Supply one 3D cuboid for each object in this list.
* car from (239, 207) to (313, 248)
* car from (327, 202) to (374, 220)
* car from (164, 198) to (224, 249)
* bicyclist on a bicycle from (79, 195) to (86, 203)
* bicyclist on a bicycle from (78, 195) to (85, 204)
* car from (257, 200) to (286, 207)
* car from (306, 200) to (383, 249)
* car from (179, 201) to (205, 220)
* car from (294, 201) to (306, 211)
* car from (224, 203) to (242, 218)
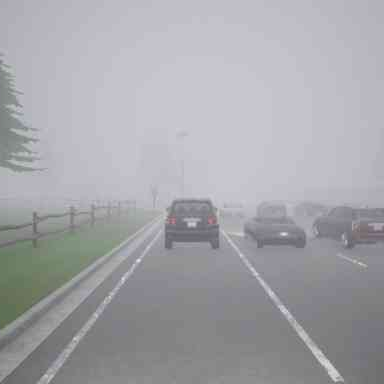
[{"bbox_3d":[3.500,1.571,14.670,1.994,1.385,4.181,0,0,0],"label":"car"},{"bbox_3d":[14.000,1.615,29.700,1.895,1.301,4.718,0,0,0],"label":"car"},{"bbox_3d":[0.000,1.257,14.700,2.150,2.045,5.566,0,0,0],"label":"car"},{"bbox_3d":[-19.788,1.299,60.975,0.582,1.620,1.656,0,0,8],"label":"bicyclist on a bicycle"},{"bbox_3d":[-20.275,1.312,61.040,0.582,1.620,1.656,0,0,7],"label":"bicyclist on a bicycle"},{"bbox_3d":[7.000,1.484,29.670,1.882,1.535,5.008,0,0,0],"label":"car"},{"bbox_3d":[7.000,1.365,14.640,2.097,1.767,4.553,0,0,0],"label":"car"},{"bbox_3d":[0.000,1.562,29.670,2.033,1.411,5.357,0,0,0],"label":"car"},{"bbox_3d":[10.500,1.516,29.670,1.837,1.490,4.892,0,0,0],"label":"car"},{"bbox_3d":[3.500,1.615,29.700,1.895,1.301,4.718,0,0,0],"label":"car"}]
